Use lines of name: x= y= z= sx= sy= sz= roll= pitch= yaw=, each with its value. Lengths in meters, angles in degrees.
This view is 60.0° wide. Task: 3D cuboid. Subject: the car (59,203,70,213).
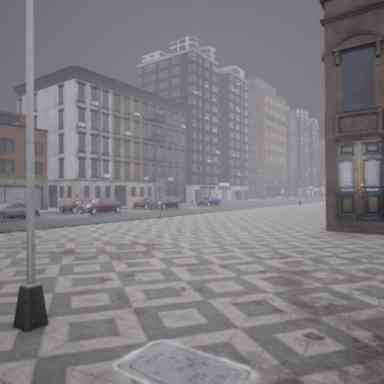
car: x=-11.666 y=1.460 z=35.521 sx=1.882 sy=1.535 sz=5.008 roll=-1 pitch=0 yaw=35

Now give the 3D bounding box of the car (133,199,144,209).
car: x=-5.605 y=1.438 z=44.039 sx=1.882 sy=1.535 sz=5.008 roll=-1 pitch=0 yaw=36

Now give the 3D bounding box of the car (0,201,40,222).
car: x=-14.279 y=1.540 z=26.233 sx=1.994 sy=1.385 sz=4.181 roll=-1 pitch=0 yaw=35

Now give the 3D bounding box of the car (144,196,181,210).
car: x=-3.369 y=1.289 z=41.579 sx=2.097 sy=1.767 sz=4.553 roll=-1 pitch=0 yaw=35

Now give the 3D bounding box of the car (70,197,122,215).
car: x=-9.287 y=1.310 z=33.263 sx=2.097 sy=1.767 sz=4.553 roll=-1 pitch=0 yaw=35

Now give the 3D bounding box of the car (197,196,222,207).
car: x=2.638 y=1.392 z=49.963 sx=1.882 sy=1.535 sz=5.008 roll=-1 pitch=0 yaw=36
